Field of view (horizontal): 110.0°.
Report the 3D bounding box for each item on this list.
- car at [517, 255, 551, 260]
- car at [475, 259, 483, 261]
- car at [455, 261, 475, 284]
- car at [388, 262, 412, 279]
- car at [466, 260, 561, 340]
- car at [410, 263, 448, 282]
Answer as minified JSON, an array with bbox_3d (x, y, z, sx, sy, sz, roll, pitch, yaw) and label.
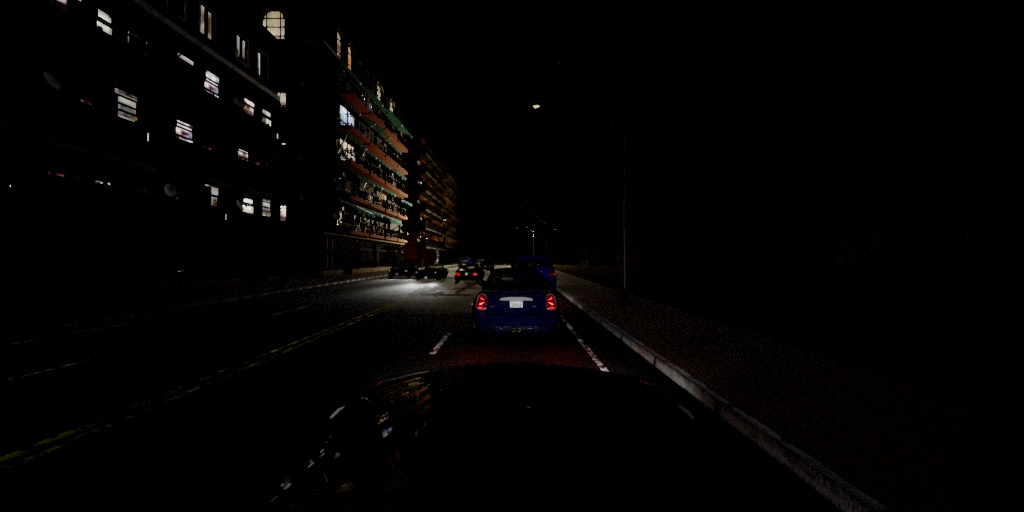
[{"bbox_3d":[1.136,0.977,19.736,2.150,2.045,5.566,0,0,0],"label":"car"},{"bbox_3d":[-3.149,1.299,44.522,2.033,1.411,5.357,0,0,0],"label":"car"},{"bbox_3d":[-3.151,1.299,27.285,2.033,1.411,5.357,0,0,0],"label":"car"},{"bbox_3d":[-9.851,1.278,33.005,1.812,1.442,4.674,0,0,0],"label":"car"},{"bbox_3d":[0.097,1.103,10.161,2.097,1.767,4.553,0,0,0],"label":"car"},{"bbox_3d":[-6.601,1.353,29.683,1.895,1.301,4.718,0,0,0],"label":"car"}]
